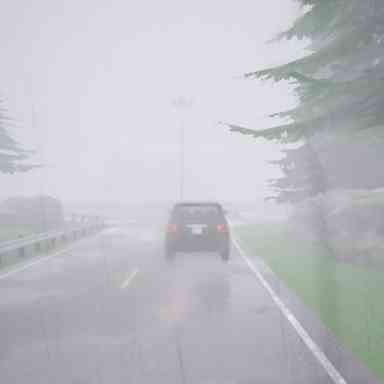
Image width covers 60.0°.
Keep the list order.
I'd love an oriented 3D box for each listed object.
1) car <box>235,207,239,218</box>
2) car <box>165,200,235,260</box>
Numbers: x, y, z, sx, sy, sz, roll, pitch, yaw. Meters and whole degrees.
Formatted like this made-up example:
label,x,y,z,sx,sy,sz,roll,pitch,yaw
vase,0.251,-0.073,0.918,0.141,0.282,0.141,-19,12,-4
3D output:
label,x,y,z,sx,sy,sz,roll,pitch,yaw
car,2.500,1.670,30.119,1.882,1.535,5.008,-2,-1,31
car,0.232,1.304,12.913,2.150,2.045,5.566,0,0,1
